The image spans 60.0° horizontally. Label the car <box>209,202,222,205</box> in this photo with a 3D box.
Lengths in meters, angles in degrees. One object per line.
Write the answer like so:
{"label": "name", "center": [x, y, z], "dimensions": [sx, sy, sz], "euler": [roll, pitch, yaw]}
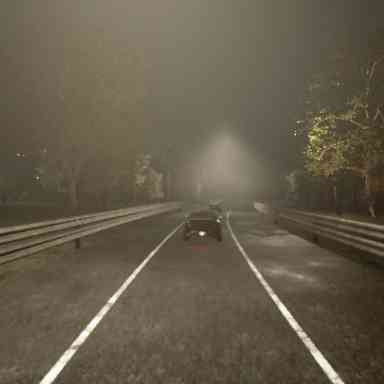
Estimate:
{"label": "car", "center": [3.104, 1.962, 43.788], "dimensions": [2.033, 1.411, 5.357], "euler": [0, -1, 8]}

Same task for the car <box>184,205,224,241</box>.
{"label": "car", "center": [0.611, 1.667, 17.790], "dimensions": [1.837, 1.490, 4.892], "euler": [0, 0, 3]}
